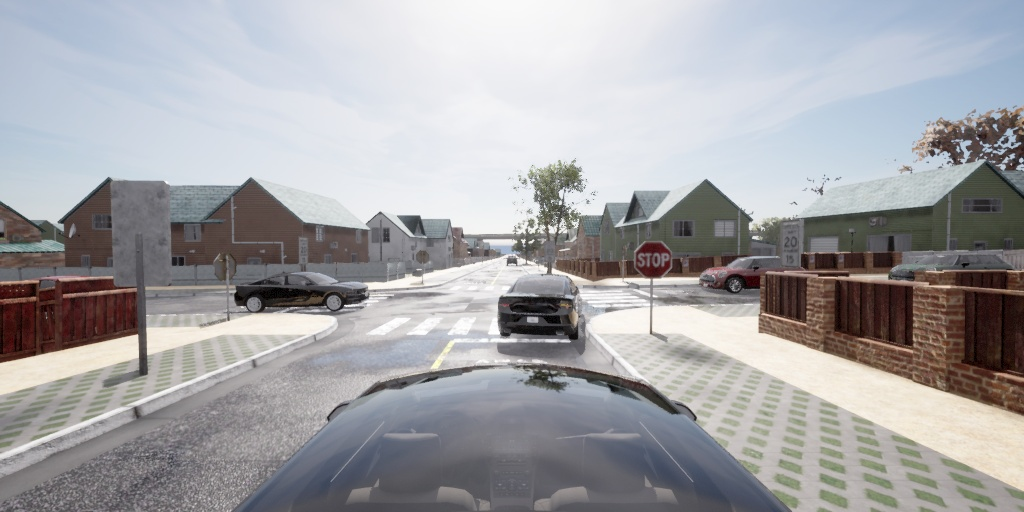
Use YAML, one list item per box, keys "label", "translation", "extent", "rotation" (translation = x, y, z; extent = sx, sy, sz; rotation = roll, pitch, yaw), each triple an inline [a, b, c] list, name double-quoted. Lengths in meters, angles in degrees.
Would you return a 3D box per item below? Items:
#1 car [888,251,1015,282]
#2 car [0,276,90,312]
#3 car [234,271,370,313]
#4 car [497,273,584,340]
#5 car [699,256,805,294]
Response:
- label: "car"
  translation: [21.705, 0.646, 17.819]
  extent: [4.553, 1.767, 2.097]
  rotation: [-1, 2, 0]
- label: "car"
  translation: [-18.018, 1.547, 14.611]
  extent: [5.008, 1.535, 1.882]
  rotation: [-1, 2, 0]
- label: "car"
  translation: [-8.465, 1.377, 14.672]
  extent: [5.008, 1.535, 1.882]
  rotation: [-1, 2, 0]
- label: "car"
  translation: [0.960, 1.224, 10.143]
  extent: [1.882, 1.535, 5.008]
  rotation: [0, 0, 12]
- label: "car"
  translation: [11.810, 0.820, 17.750]
  extent: [4.553, 1.767, 2.097]
  rotation: [-1, 2, 0]
